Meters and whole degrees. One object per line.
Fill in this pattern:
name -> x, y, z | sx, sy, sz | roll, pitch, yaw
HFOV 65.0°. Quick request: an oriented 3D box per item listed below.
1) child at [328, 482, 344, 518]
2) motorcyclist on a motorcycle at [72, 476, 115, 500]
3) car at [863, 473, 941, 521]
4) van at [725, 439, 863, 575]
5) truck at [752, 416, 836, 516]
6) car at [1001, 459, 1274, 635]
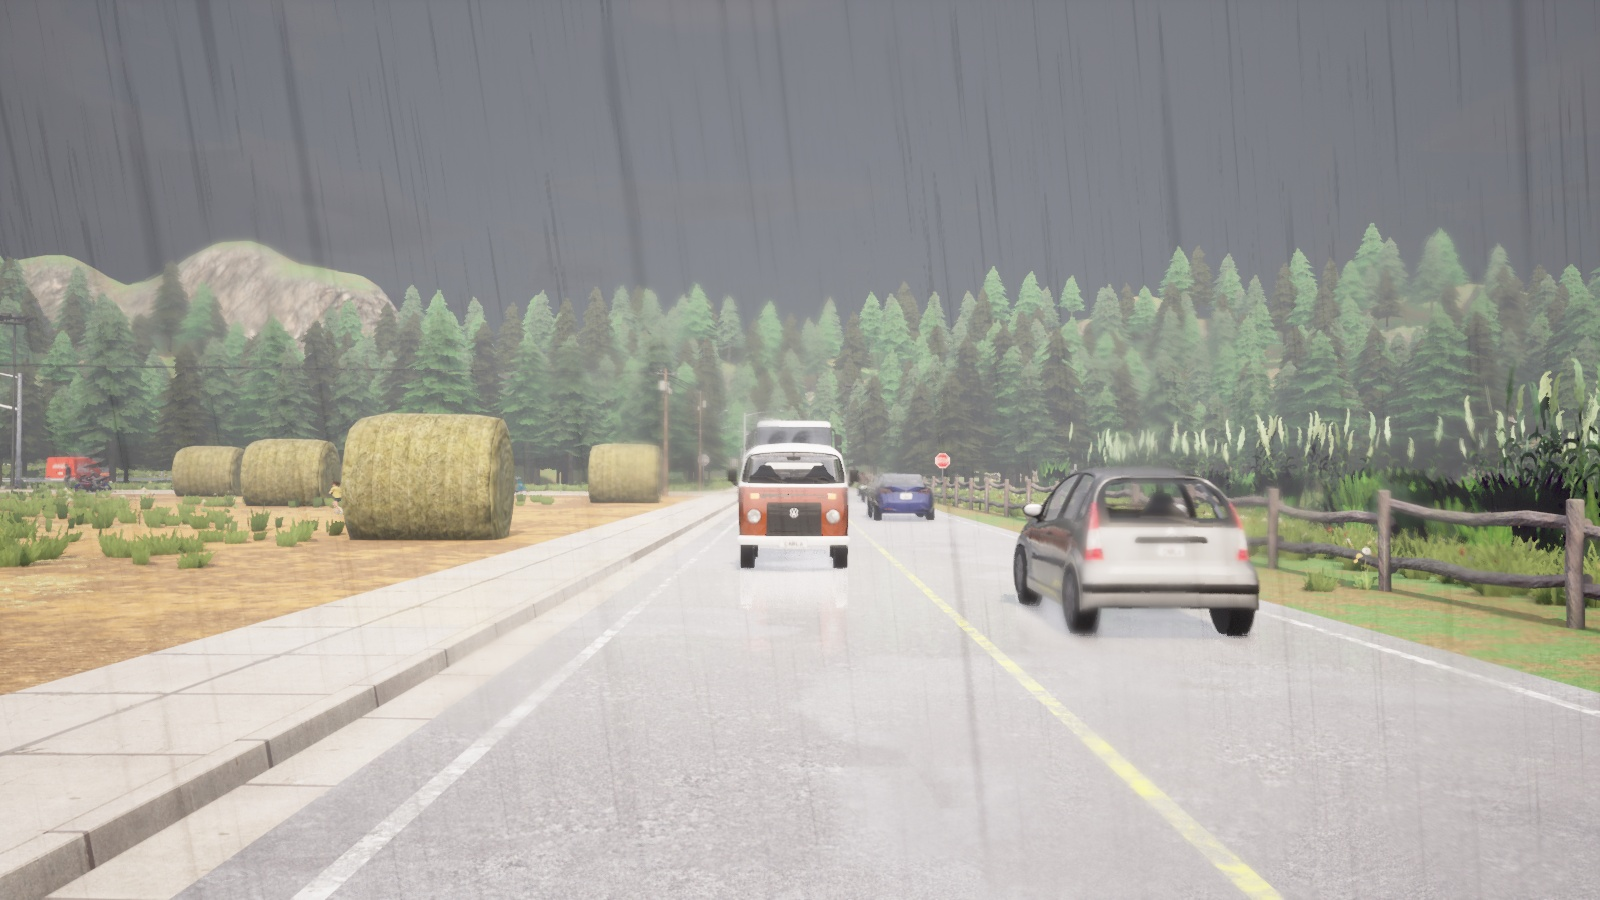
child -> -14.357, 1.554, 38.890 | 0.394, 1.110, 0.255 | 0, -1, 7
motorcyclist on a motorcycle -> -44.226, 2.378, 78.594 | 2.191, 1.530, 0.866 | 0, -1, -3
car -> 3.310, 1.498, 41.617 | 2.163, 1.488, 4.792 | 0, -1, 0
van -> -0.099, 0.892, 21.127 | 2.069, 2.038, 4.480 | 0, -1, 0
truck -> -0.220, 0.629, 47.494 | 2.891, 3.462, 7.936 | 0, -1, 0
car -> 3.435, 0.927, 13.585 | 1.851, 1.617, 3.988 | 0, -1, 0
